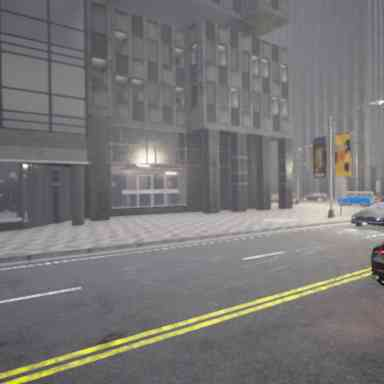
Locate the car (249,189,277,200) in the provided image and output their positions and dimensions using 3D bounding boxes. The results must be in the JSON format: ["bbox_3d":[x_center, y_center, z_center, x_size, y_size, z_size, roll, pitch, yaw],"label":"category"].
[{"bbox_3d":[13.158,0.449,62.012,2.192,1.841,5.009,-1,1,-35],"label":"car"}]

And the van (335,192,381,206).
[{"bbox_3d":[19.233,0.829,38.735,1.690,1.788,3.998,-1,1,-35],"label":"van"}]

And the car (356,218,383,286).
[{"bbox_3d":[6.065,1.403,7.776,4.892,1.490,1.837,0,0,-36],"label":"car"}]

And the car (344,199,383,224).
[{"bbox_3d":[11.674,1.325,19.899,5.357,1.411,2.033,-1,0,-36],"label":"car"}]

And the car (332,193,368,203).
[{"bbox_3d":[22.928,0.850,48.257,1.947,1.339,4.313,-1,1,-35],"label":"car"}]

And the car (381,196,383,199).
[{"bbox_3d":[26.184,0.774,43.670,1.967,1.590,4.097,-1,1,-35],"label":"car"}]

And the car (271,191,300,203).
[{"bbox_3d":[12.819,0.916,47.770,1.752,1.417,4.829,-1,1,-35],"label":"car"}]

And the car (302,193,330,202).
[{"bbox_3d":[19.671,0.785,52.844,2.008,1.369,4.403,-1,1,-35],"label":"car"}]
